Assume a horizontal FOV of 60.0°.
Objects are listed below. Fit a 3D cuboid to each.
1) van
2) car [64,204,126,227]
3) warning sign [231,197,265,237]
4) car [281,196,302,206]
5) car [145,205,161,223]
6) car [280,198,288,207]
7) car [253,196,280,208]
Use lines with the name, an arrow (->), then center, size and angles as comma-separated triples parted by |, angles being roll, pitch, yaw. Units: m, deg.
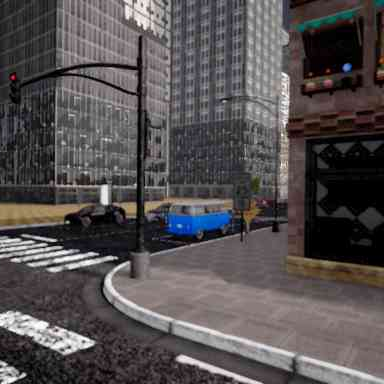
van -> 0.480, 1.374, 17.288 | 1.690, 1.788, 3.998 | 1, 1, 35
car -> -6.344, 1.477, 22.158 | 1.947, 1.339, 4.313 | 1, 1, 35
warning sign -> 2.760, 1.181, 16.391 | 1.300, 1.860, 1.060 | 1, 1, 36
car -> 16.051, 1.375, 53.546 | 1.752, 1.417, 4.829 | 1, 1, 36
car -> -1.523, 1.466, 24.456 | 1.812, 1.442, 4.674 | 1, 1, 35
car -> 12.748, 1.501, 44.373 | 1.895, 1.301, 4.718 | 1, 1, 36
car -> 9.723, 1.304, 44.676 | 1.967, 1.590, 4.097 | 1, 1, 35
